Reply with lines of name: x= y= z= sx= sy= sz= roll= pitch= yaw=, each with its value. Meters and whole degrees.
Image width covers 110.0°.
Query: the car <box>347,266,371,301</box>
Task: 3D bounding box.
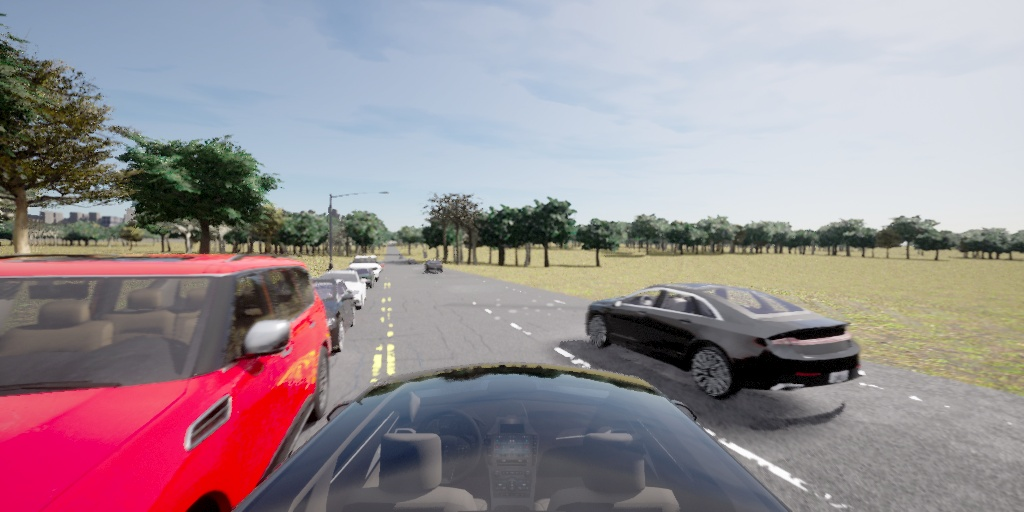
car: x=-6.961 y=1.317 z=14.607 sx=1.812 sy=1.442 sz=4.674 roll=-1 pitch=0 yaw=-19

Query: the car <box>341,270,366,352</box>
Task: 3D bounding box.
car: x=-4.919 y=1.289 z=8.674 sx=2.128 sy=1.511 sz=4.902 roll=-1 pitch=0 yaw=-19

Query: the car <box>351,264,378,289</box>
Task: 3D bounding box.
car: x=-9.908 y=1.384 z=23.198 sx=1.895 sy=1.301 sz=4.718 roll=-1 pitch=0 yaw=-19

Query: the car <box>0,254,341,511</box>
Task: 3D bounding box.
car: x=-2.857 y=0.990 z=2.696 sx=2.150 sy=2.045 sz=5.566 roll=0 pitch=-1 yaw=-19

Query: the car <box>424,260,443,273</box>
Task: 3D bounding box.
car: x=-9.693 y=1.199 z=44.094 sx=2.128 sy=1.511 sz=4.902 roll=-1 pitch=0 yaw=-19

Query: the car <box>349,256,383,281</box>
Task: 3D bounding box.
car: x=-12.224 y=0.997 z=29.951 sx=2.150 sy=2.045 sz=5.566 roll=-1 pitch=0 yaw=-19

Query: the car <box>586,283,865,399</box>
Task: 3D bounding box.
car: x=3.179 y=1.242 z=6.640 sx=2.128 sy=1.511 sz=4.902 roll=-1 pitch=0 yaw=-19

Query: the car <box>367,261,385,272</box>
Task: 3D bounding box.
car: x=-18.131 y=1.368 z=48.015 sx=1.895 sy=1.301 sz=4.718 roll=-1 pitch=0 yaw=-16
